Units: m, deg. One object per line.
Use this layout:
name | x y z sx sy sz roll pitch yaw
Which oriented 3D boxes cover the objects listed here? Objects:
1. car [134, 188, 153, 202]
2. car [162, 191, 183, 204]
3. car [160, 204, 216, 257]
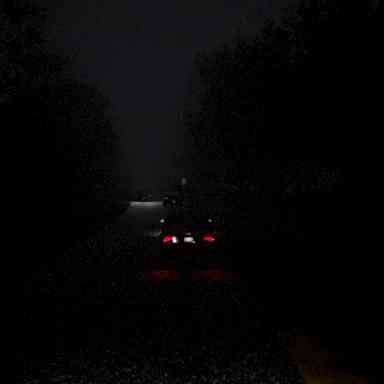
car | -5.582 0.262 38.200 1.812 1.442 4.674 1 3 -8
car | -1.985 0.590 33.517 1.812 1.442 4.674 1 3 -7
car | -0.207 1.403 12.329 2.033 1.411 5.357 0 1 -2
